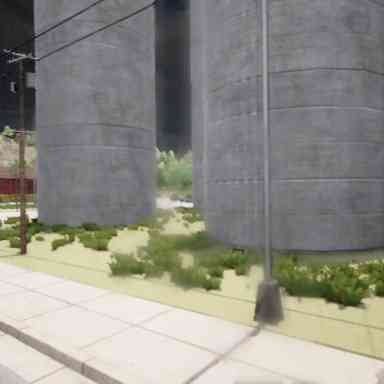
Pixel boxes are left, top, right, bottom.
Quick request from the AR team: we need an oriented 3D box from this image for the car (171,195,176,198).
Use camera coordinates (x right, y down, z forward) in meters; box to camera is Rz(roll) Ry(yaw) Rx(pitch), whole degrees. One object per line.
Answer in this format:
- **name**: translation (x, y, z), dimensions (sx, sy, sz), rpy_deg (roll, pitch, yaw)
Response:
- **car**: translation (-3.965, 1.552, 84.962), dimensions (3.905, 1.438, 1.784), rpy_deg (-1, 0, 37)

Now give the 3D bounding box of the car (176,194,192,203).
- **car**: translation (-0.647, 1.303, 67.061), dimensions (3.866, 1.878, 1.905), rpy_deg (-1, 0, 37)
